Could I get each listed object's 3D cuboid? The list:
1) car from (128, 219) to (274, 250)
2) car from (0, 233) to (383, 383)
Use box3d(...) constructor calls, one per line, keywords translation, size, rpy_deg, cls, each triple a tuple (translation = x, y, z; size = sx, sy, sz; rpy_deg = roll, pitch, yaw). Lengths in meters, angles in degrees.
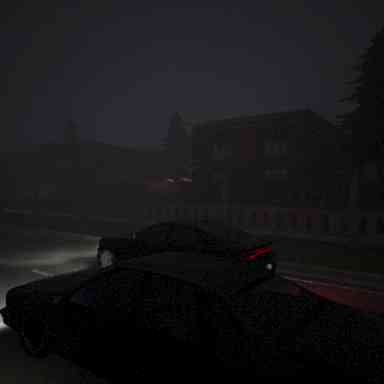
box3d(translation=(-0.352, 1.425, 8.544), size=(5.008, 1.535, 1.882), rpy_deg=(1, 0, 36), cls="car")
box3d(translation=(-0.265, 1.521, 4.180), size=(5.357, 1.411, 2.033), rpy_deg=(1, 0, 36), cls="car")
